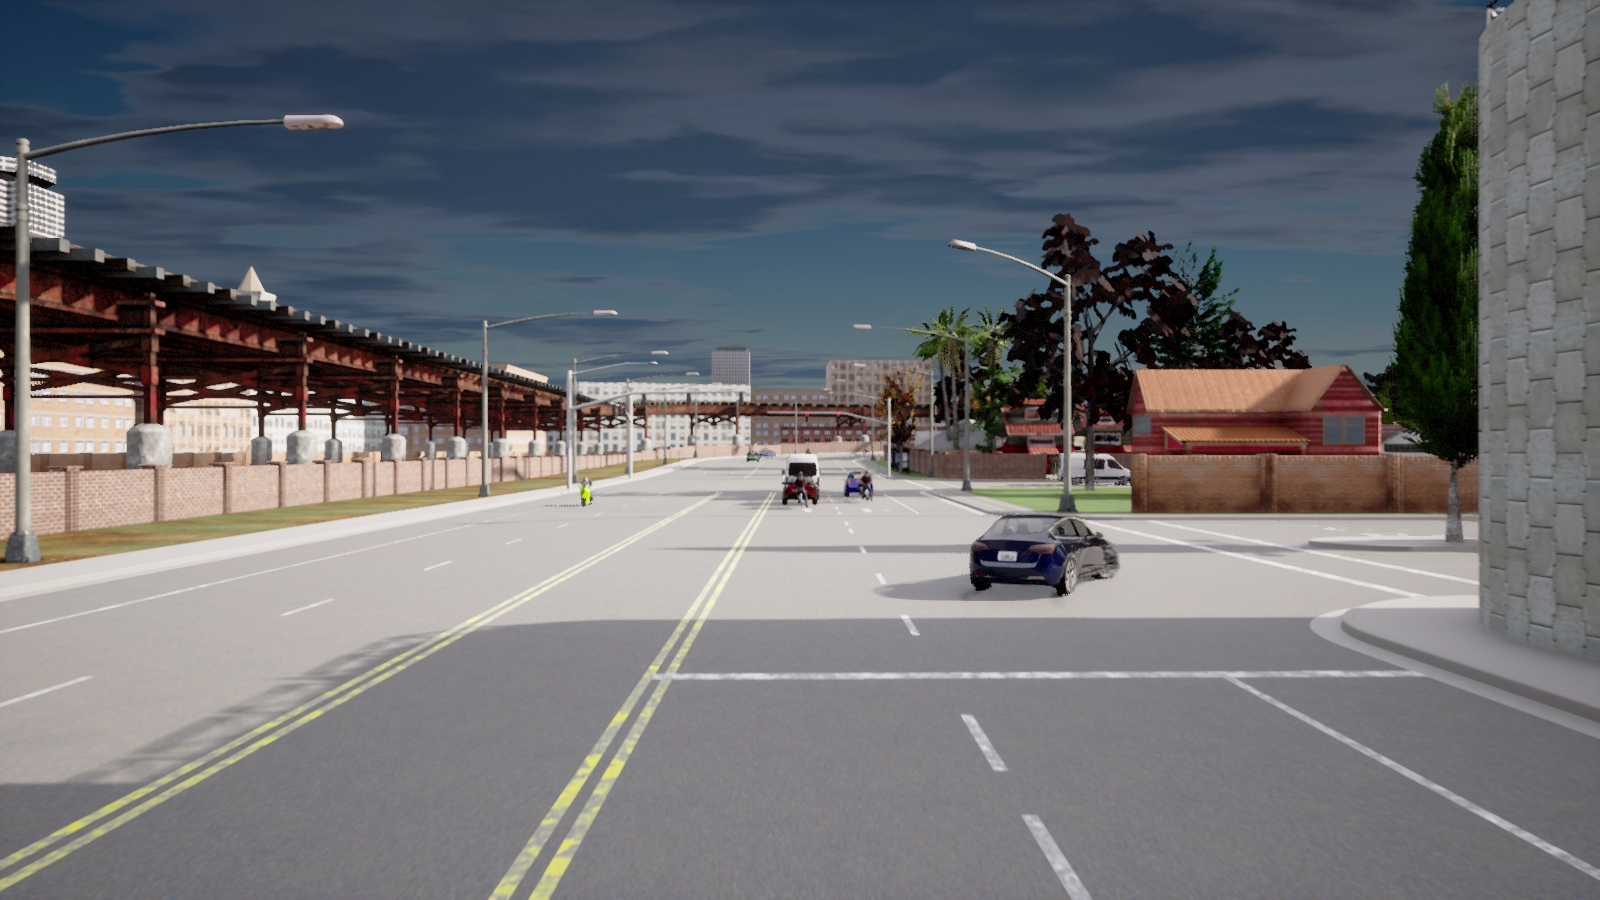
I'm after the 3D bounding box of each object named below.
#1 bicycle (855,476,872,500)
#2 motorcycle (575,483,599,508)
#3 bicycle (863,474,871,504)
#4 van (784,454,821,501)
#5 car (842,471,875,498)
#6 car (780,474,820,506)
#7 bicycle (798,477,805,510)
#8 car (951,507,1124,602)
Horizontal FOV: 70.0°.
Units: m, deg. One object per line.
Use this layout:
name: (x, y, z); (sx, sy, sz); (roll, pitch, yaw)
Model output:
bicycle: (3.531, 2.142, 64.090); (0.859, 1.301, 1.487); (0, 0, -1)
motorcycle: (-10.468, 2.210, 56.141); (0.803, 1.145, 2.033); (0, 0, 0)
bicycle: (3.539, 2.045, 60.462); (0.329, 1.496, 1.835); (0, 0, 0)
van: (0.101, 1.531, 66.366); (1.988, 2.561, 5.915); (0, 0, -1)
car: (3.501, 2.034, 68.686); (1.845, 1.501, 3.633); (0, 0, 0)
car: (-0.008, 2.037, 59.385); (2.007, 1.525, 4.514); (0, 0, 0)
bicycle: (0.078, 2.042, 54.179); (0.329, 1.496, 1.835); (-1, 0, 0)
car: (5.042, 2.061, 23.706); (2.163, 1.488, 4.792); (0, 0, 29)
